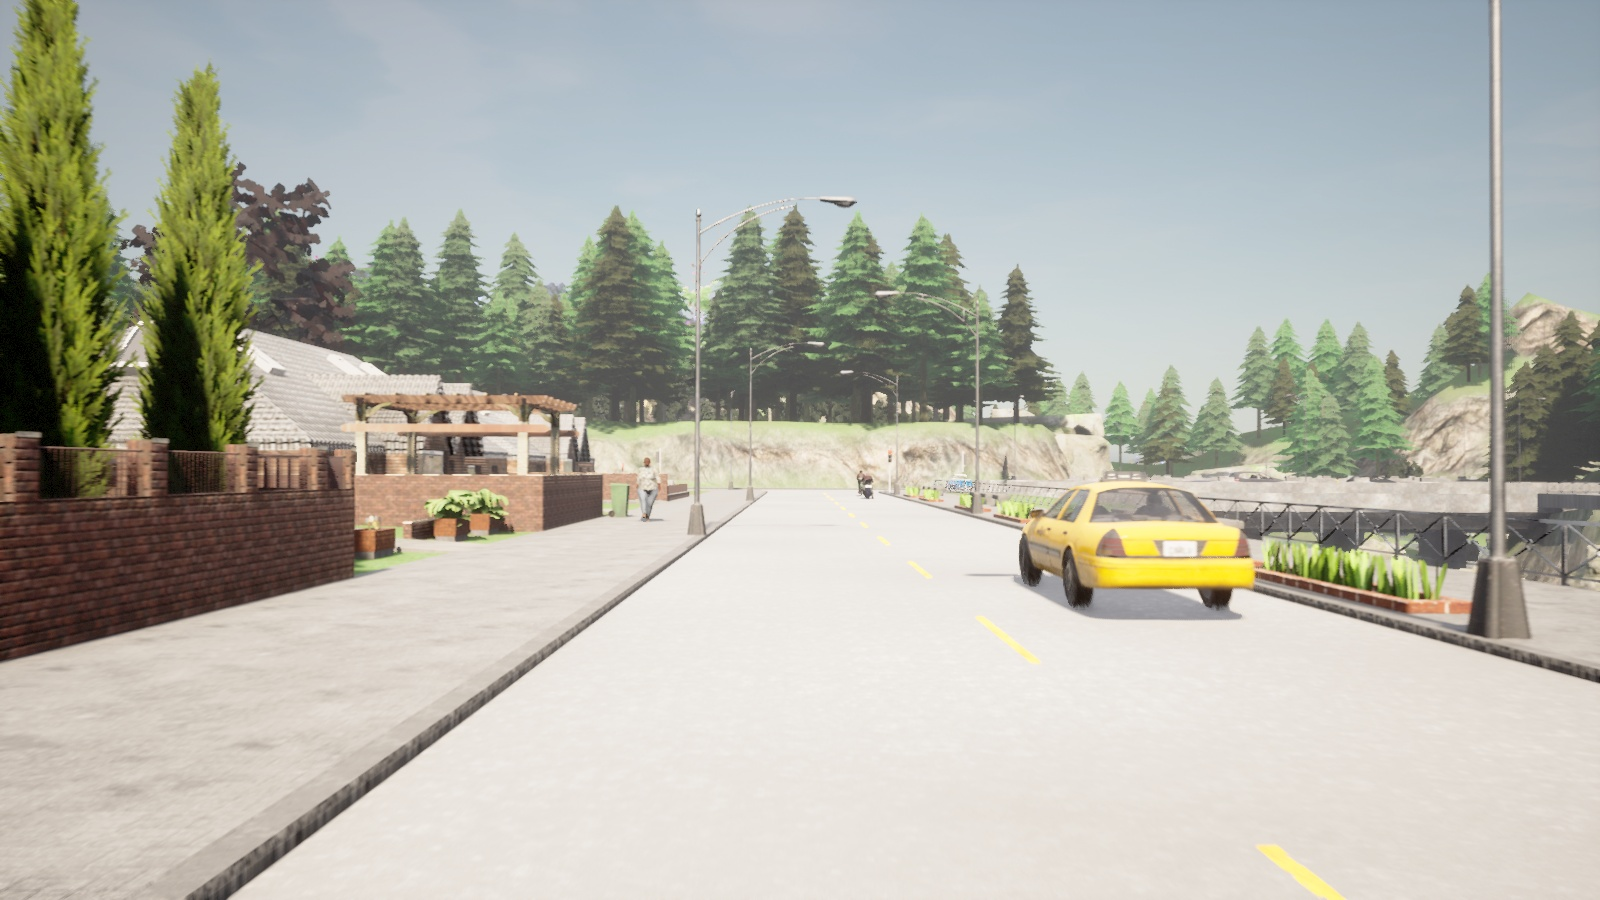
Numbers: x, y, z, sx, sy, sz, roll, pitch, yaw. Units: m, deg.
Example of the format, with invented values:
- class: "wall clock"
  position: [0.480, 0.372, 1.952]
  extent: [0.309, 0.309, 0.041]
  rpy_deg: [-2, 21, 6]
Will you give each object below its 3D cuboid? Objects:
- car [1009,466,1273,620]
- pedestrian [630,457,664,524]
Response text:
- class: "car"
  position: [3.963, 0.999, 15.627]
  extent: [1.801, 1.575, 5.366]
  rpy_deg: [0, -1, 0]
- class: "pedestrian"
  position: [-4.307, 1.135, 35.439]
  extent: [0.874, 1.855, 0.900]
  rpy_deg: [0, -1, -1]
